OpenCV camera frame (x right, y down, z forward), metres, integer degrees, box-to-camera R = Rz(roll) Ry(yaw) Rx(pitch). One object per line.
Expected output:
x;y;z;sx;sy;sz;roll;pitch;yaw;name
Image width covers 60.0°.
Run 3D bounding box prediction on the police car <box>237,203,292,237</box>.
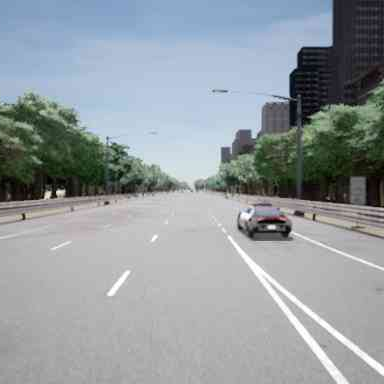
3.557;1.376;17.288;2.038;1.542;4.974;0;1;-1;police car
